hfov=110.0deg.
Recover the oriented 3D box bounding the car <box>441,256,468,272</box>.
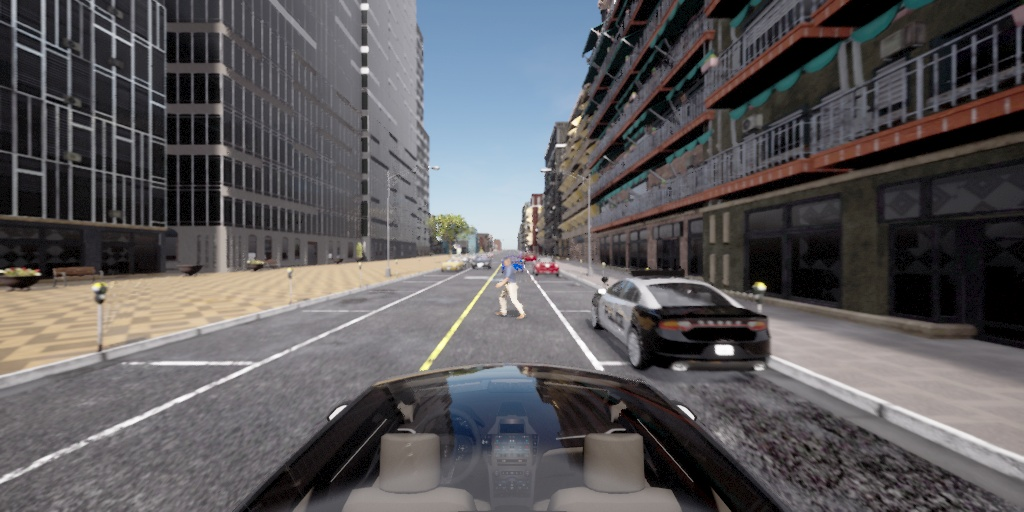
[{"bbox_3d":[-5.688,0.745,34.668,1.751,1.417,4.829,0,0,0],"label":"car"}]

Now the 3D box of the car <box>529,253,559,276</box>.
[{"bbox_3d":[2.692,0.751,29.222,1.967,1.591,4.097,0,0,0],"label":"car"}]

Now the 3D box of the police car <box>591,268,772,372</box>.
[{"bbox_3d":[3.000,1.082,7.650,1.930,1.638,5.238,0,1,0],"label":"police car"}]

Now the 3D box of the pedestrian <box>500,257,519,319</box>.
[{"bbox_3d":[-0.068,0.903,10.505,0.375,1.860,0.375,1,0,-3],"label":"pedestrian"}]

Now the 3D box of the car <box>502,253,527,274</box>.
[{"bbox_3d":[0.080,0.735,32.484,1.882,1.535,5.008,0,1,0],"label":"car"}]

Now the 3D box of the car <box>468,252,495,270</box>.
[{"bbox_3d":[-3.086,0.667,37.431,2.128,1.511,4.902,0,1,0],"label":"car"}]

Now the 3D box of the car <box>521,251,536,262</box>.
[{"bbox_3d":[2.693,0.252,51.804,2.192,1.841,5.009,0,0,0],"label":"car"}]
